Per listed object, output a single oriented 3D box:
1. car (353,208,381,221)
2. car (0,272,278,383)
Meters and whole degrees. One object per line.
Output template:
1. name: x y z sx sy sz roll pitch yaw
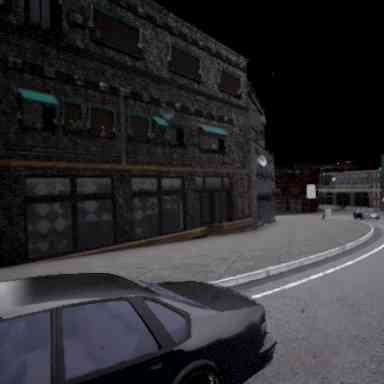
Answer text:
1. car: 21.032 2.682 40.217 2.128 1.511 4.902 -2 -3 8
2. car: -1.545 1.573 3.005 5.357 1.411 2.033 0 0 -36
